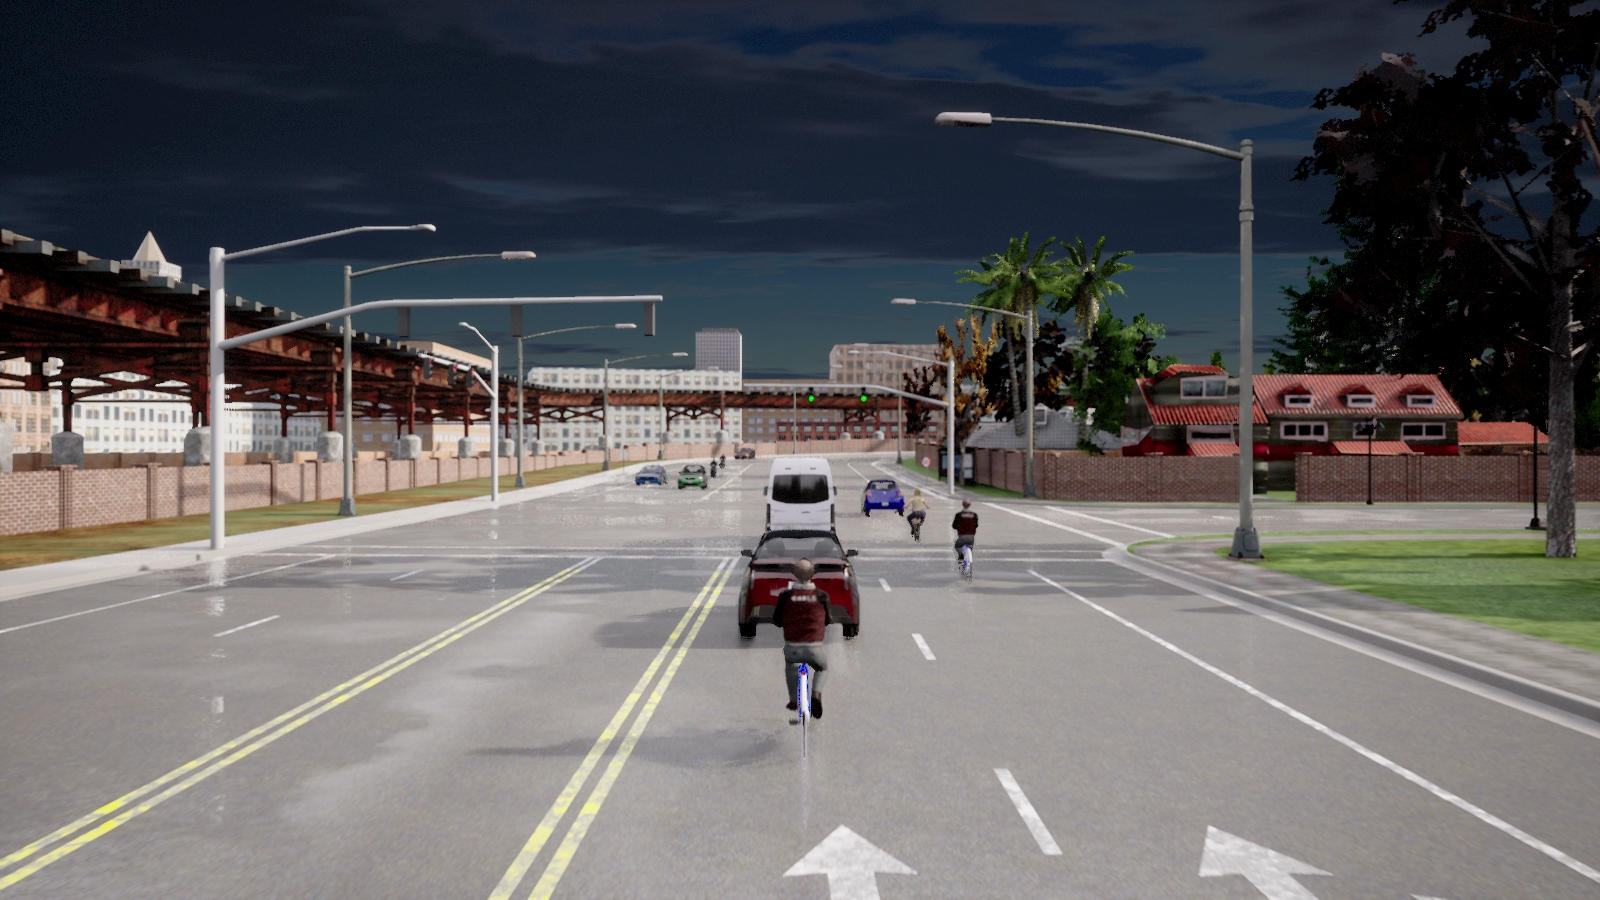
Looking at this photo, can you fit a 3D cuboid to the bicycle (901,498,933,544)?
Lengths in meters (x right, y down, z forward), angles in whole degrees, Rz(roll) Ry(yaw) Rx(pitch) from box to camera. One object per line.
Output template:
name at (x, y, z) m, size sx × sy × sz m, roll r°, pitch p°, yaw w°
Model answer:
bicycle at (3.543, 2.129, 34.641) m, size 0.859 × 1.301 × 1.487 m, roll 0°, pitch 0°, yaw 1°

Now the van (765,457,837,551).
van at (0.019, 1.517, 34.589) m, size 1.988 × 2.561 × 5.915 m, roll 0°, pitch 0°, yaw 0°

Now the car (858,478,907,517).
car at (3.500, 1.994, 48.987) m, size 1.845 × 1.501 × 3.633 m, roll 0°, pitch 0°, yaw 0°

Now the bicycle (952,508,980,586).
bicycle at (3.518, 2.036, 24.334) m, size 0.329 × 1.496 × 1.835 m, roll 0°, pitch 0°, yaw 0°

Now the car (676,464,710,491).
car at (-6.999, 1.771, 74.865) m, size 1.851 × 1.617 × 3.988 m, roll 0°, pitch 1°, yaw 0°

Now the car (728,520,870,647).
car at (-0.010, 2.031, 18.440) m, size 2.007 × 1.525 × 4.514 m, roll 0°, pitch 0°, yaw 0°

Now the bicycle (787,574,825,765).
bicycle at (0.049, 2.042, 11.032) m, size 0.329 × 1.496 × 1.835 m, roll 0°, pitch 0°, yaw 0°
